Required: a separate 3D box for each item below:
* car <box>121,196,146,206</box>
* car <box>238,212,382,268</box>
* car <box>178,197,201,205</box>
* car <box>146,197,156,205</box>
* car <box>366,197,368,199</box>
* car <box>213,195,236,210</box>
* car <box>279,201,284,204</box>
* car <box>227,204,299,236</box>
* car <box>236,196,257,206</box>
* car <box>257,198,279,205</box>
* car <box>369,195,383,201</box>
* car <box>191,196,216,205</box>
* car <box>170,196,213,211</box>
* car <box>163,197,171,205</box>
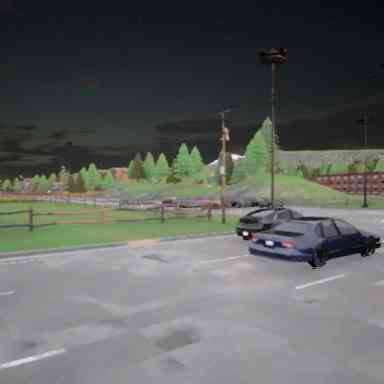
[{"bbox_3d":[-9.902,1.467,53.490,2.128,1.511,4.902,0,0,-36],"label":"car"},{"bbox_3d":[4.288,1.537,11.207,5.357,1.411,2.033,0,0,-36],"label":"car"},{"bbox_3d":[-0.445,1.530,58.362,1.994,1.385,4.181,0,0,-36],"label":"car"},{"bbox_3d":[-7.621,1.537,56.323,1.994,1.385,4.181,0,0,-36],"label":"car"},{"bbox_3d":[45.806,1.410,83.342,1.994,1.385,4.181,0,0,-18],"label":"car"},{"bbox_3d":[2.910,1.324,41.858,2.097,1.767,4.553,0,0,-36],"label":"car"},{"bbox_3d":[11.310,1.526,48.171,1.994,1.385,4.181,0,0,-36],"label":"car"},{"bbox_3d":[4.181,1.493,15.538,4.892,1.490,1.837,0,0,-37],"label":"car"},{"bbox_3d":[5.778,1.321,43.865,2.097,1.767,4.553,0,0,-36],"label":"car"},{"bbox_3d":[8.771,1.513,45.703,2.033,1.411,5.357,0,0,-36],"label":"car"},{"bbox_3d":[43.494,1.419,76.060,1.837,1.490,4.892,0,0,-7],"label":"car"},{"bbox_3d":[2.019,1.439,60.956,1.882,1.535,5.008,0,0,-36],"label":"car"},{"bbox_3d":[-0.122,1.467,40.072,2.128,1.511,4.902,0,0,-36],"label":"car"},{"bbox_3d":[-3.287,1.495,56.309,1.812,1.442,4.674,0,0,-36],"label":"car"}]
